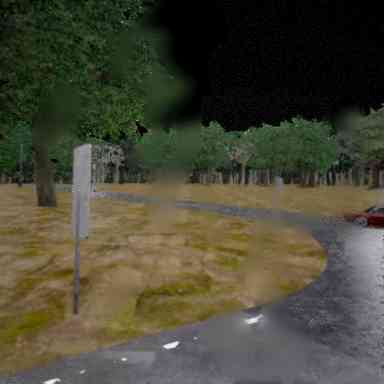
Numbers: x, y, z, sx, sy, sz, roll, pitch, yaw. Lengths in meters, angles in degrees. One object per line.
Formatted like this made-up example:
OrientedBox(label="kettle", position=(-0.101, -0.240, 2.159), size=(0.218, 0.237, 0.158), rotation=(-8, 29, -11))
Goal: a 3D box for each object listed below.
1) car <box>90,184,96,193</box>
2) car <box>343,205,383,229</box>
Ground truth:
OrientedBox(label="car", position=(-15.975, -0.640, 50.113), size=(1.994, 1.385, 4.181), rotation=(2, 1, -38))
OrientedBox(label="car", position=(10.281, 1.366, 16.671), size=(1.895, 1.301, 4.718), rotation=(2, 1, -38))
